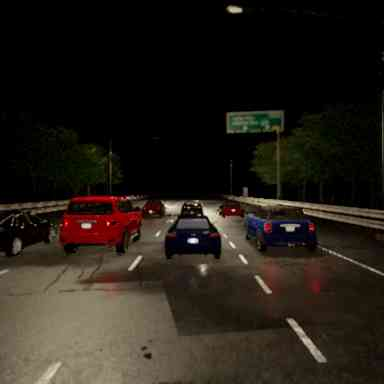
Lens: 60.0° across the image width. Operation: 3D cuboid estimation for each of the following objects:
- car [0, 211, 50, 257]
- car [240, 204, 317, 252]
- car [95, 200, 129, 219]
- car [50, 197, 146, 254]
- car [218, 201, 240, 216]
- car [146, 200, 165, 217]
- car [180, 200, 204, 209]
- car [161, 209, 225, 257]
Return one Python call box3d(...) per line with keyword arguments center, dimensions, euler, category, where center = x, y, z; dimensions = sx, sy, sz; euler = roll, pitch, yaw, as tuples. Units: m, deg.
box3d(center=(-6.965, 1.496, 12.907), dimensions=(1.837, 1.490, 4.892), euler=(0, 0, 0), category="car")
box3d(center=(3.536, 1.345, 14.090), dimensions=(2.097, 1.767, 4.553), euler=(0, 0, 0), category="car")
box3d(center=(-6.995, 1.477, 29.687), dimensions=(1.837, 1.490, 4.892), euler=(0, 0, 0), category="car")
box3d(center=(-3.462, 1.211, 13.597), dimensions=(2.150, 2.045, 5.566), euler=(0, 0, 0), category="car")
box3d(center=(3.505, 1.537, 30.210), dimensions=(1.994, 1.385, 4.181), euler=(0, 0, 0), category="car")
box3d(center=(-3.494, 1.497, 30.590), dimensions=(1.812, 1.442, 4.674), euler=(0, 0, 0), category="car")
box3d(center=(0.006, 1.465, 29.575), dimensions=(2.128, 1.511, 4.902), euler=(0, 0, 0), category="car")
box3d(center=(0.034, 1.556, 12.859), dimensions=(1.994, 1.385, 4.181), euler=(0, 0, 0), category="car")
